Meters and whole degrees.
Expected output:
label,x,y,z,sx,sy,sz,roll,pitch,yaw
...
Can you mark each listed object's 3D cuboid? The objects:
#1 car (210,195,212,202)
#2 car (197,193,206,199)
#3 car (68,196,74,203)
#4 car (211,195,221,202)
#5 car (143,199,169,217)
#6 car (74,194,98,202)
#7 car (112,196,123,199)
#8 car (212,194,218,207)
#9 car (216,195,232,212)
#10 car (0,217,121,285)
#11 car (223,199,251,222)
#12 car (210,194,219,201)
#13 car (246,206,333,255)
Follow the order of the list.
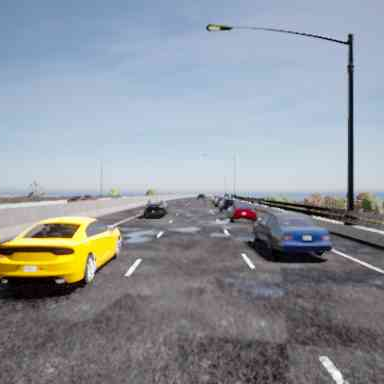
label,x,y,z,sx,sy,sz,roll,pitch,yaw
car,4.542,1.337,58.329,2.128,1.511,4.902,0,0,2
car,2.382,1.231,89.441,1.837,1.490,4.892,0,0,3
car,-20.004,1.347,58.210,1.837,1.490,4.892,0,0,2
car,4.957,1.317,69.244,1.882,1.535,5.008,0,0,2
car,-3.112,1.389,29.592,2.128,1.511,4.902,0,0,1
car,-16.671,1.201,53.598,2.097,1.767,4.553,0,0,2
car,-13.011,1.407,58.084,1.994,1.385,4.181,0,0,3
car,4.196,1.386,47.411,1.812,1.442,4.674,0,0,2
car,3.919,1.408,36.492,1.812,1.442,4.674,0,0,1
car,-3.359,1.438,9.403,1.882,1.535,5.008,0,0,0
car,3.712,1.471,25.572,1.994,1.385,4.181,0,0,1
car,5.442,1.276,80.156,2.033,1.649,4.856,0,0,3
car,3.668,1.495,13.084,2.033,1.411,5.357,0,0,0
